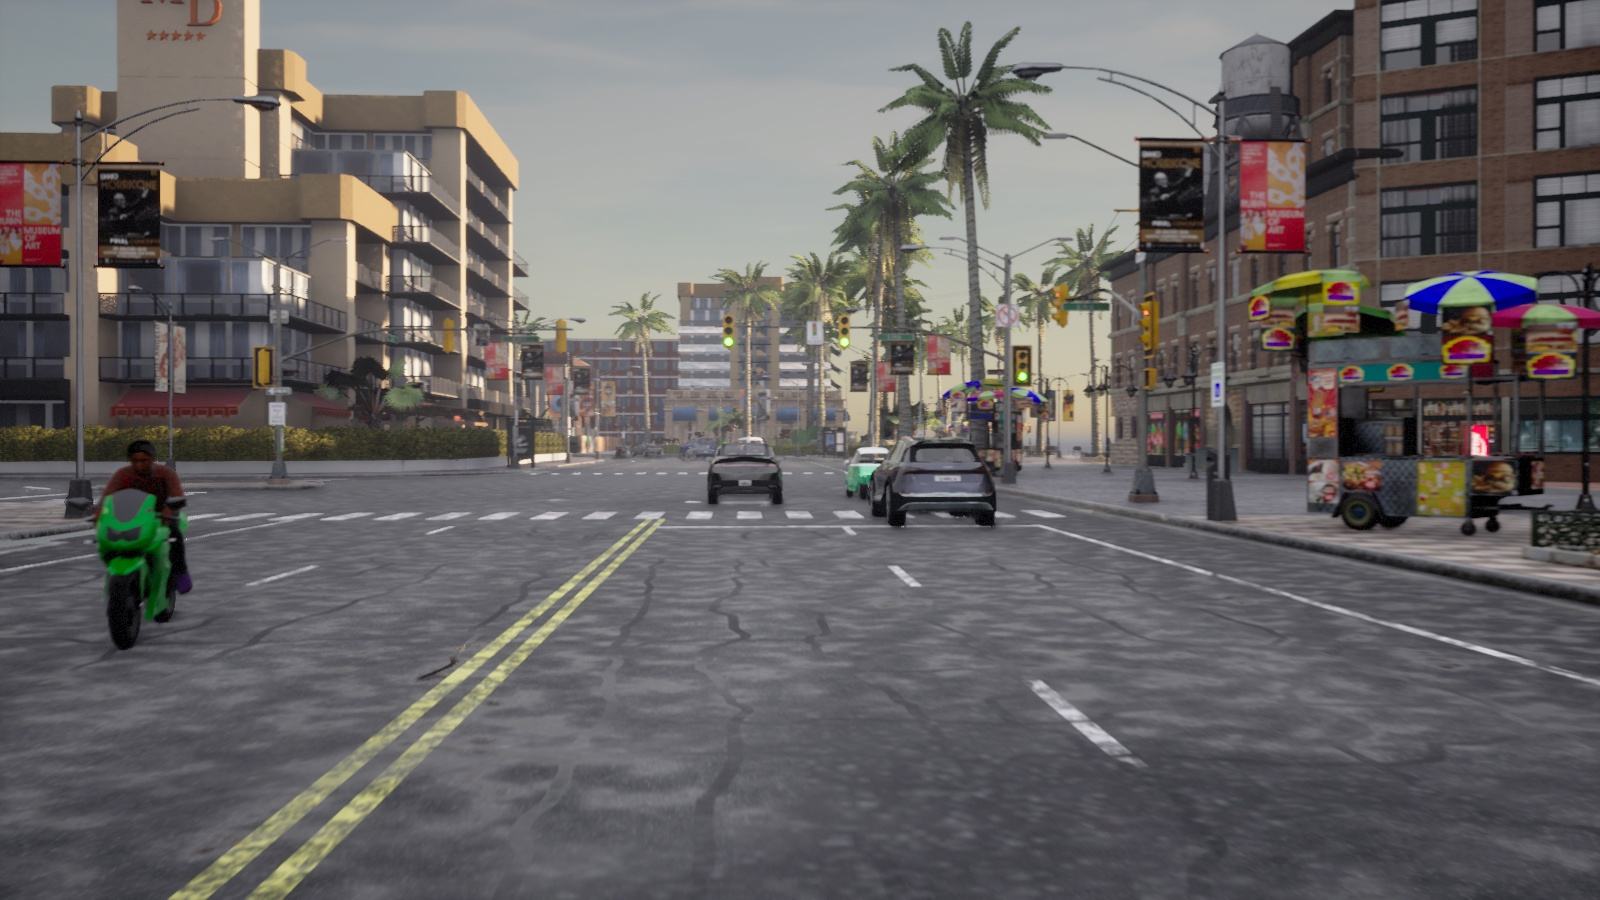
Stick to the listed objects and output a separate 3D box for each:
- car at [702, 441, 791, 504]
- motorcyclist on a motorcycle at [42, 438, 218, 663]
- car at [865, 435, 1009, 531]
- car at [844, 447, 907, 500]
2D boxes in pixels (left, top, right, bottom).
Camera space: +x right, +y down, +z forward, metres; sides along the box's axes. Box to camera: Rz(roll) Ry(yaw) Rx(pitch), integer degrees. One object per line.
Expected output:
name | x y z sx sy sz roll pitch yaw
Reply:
car | -1.382 0.520 32.307 2.128 1.511 4.902 0 0 -3
motorcyclist on a motorcycle | -5.045 0.674 9.595 0.797 1.523 2.044 0 0 -17
car | 2.488 0.542 24.049 2.033 1.649 4.856 0 1 -3
car | 2.036 0.609 34.246 1.481 1.376 2.207 0 1 -3
